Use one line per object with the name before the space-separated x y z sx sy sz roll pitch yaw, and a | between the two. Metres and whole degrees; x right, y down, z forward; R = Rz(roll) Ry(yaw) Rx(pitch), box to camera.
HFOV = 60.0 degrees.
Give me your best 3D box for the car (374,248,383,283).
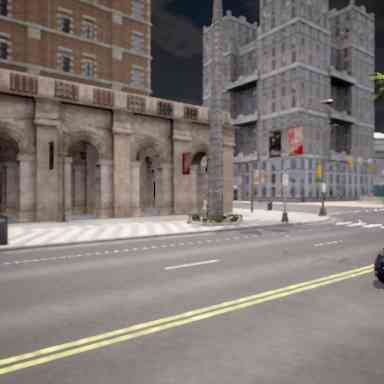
car | 6.402 1.563 8.317 4.181 1.385 1.994 0 0 -35
